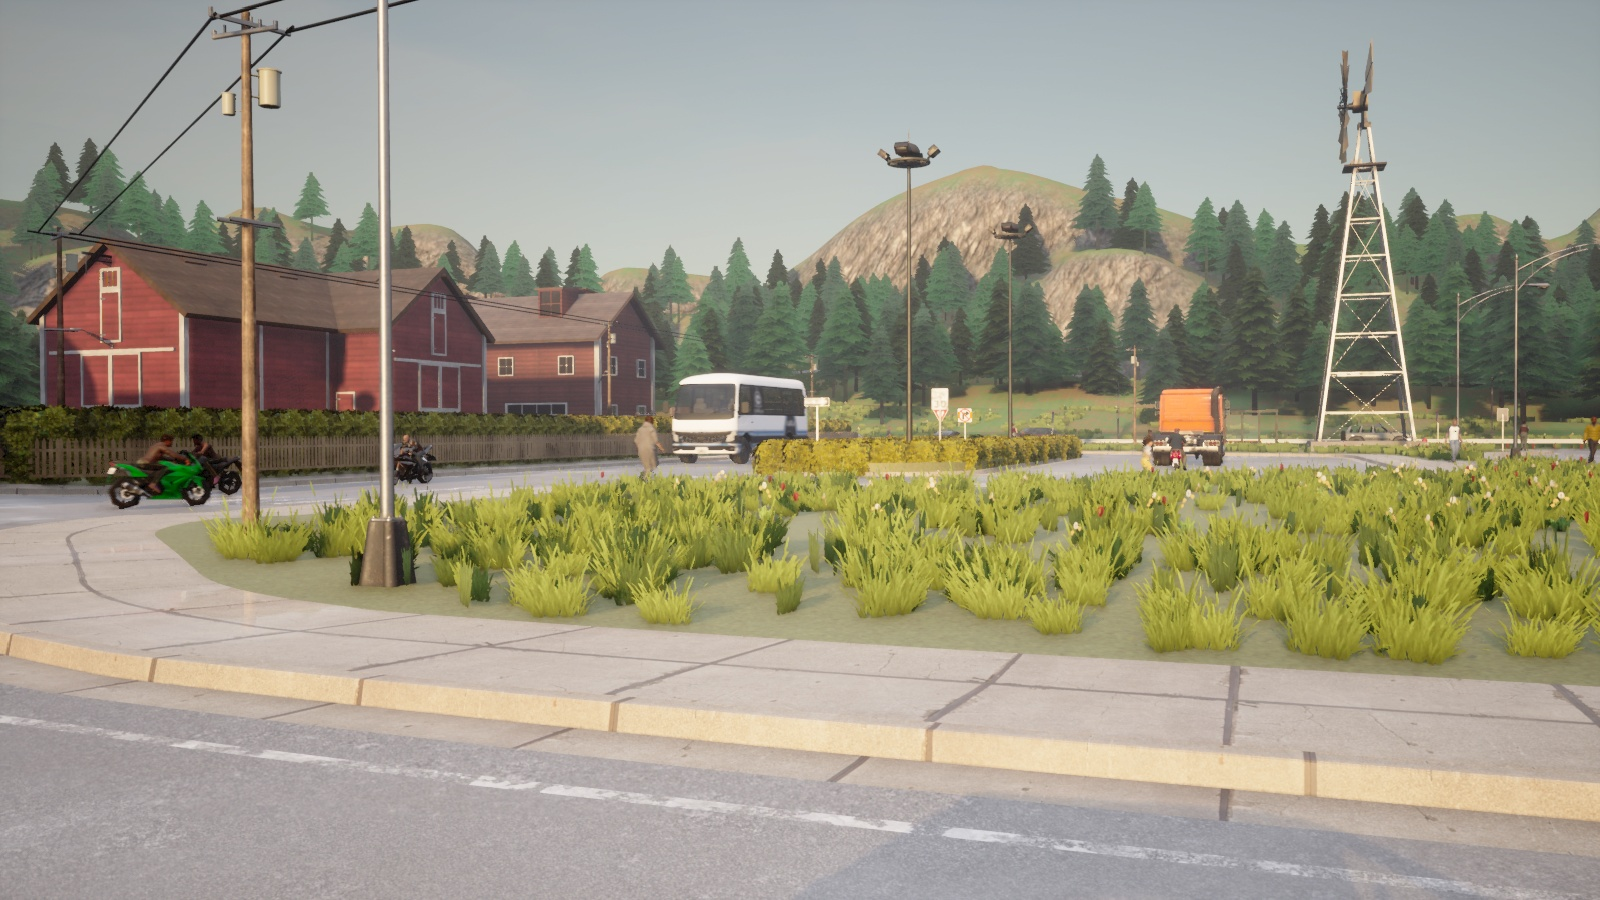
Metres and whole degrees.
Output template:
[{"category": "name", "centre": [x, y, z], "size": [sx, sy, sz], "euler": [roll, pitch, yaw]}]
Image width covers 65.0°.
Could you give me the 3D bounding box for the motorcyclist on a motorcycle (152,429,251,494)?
[{"category": "motorcyclist on a motorcycle", "centre": [-14.571, 0.263, 30.620], "size": [0.797, 1.523, 2.044], "euler": [1, 1, 35]}]

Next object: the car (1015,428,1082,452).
[{"category": "car", "centre": [18.943, -0.778, 95.818], "size": [4.553, 1.767, 2.097], "euler": [0, 1, -11]}]

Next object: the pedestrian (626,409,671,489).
[{"category": "pedestrian", "centre": [-3.744, -0.028, 30.996], "size": [0.659, 1.952, 0.873], "euler": [1, 1, 42]}]

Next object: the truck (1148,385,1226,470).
[{"category": "truck", "centre": [17.088, -0.974, 55.106], "size": [2.891, 3.462, 7.936], "euler": [1, 1, 20]}]

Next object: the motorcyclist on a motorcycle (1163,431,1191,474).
[{"category": "motorcyclist on a motorcycle", "centre": [14.074, 0.082, 46.870], "size": [0.866, 1.590, 1.817], "euler": [1, 1, 21]}]

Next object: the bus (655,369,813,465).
[{"category": "bus", "centre": [-2.942, -1.536, 60.874], "size": [3.944, 4.253, 10.273], "euler": [1, 1, 20]}]

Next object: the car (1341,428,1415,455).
[{"category": "car", "centre": [40.670, -0.621, 88.479], "size": [4.605, 1.855, 1.932], "euler": [1, 1, 20]}]

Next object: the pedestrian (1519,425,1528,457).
[{"category": "pedestrian", "centre": [43.309, -0.559, 75.176], "size": [0.402, 1.930, 0.666], "euler": [1, 1, 24]}]

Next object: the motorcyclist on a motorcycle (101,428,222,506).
[{"category": "motorcyclist on a motorcycle", "centre": [-12.987, 0.333, 25.600], "size": [0.797, 1.523, 2.044], "euler": [0, 0, 40]}]

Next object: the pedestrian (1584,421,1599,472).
[{"category": "pedestrian", "centre": [28.688, -0.138, 45.429], "size": [0.370, 1.835, 0.726], "euler": [1, 1, 19]}]

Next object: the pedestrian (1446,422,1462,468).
[{"category": "pedestrian", "centre": [26.118, -0.213, 50.152], "size": [0.354, 1.836, 0.706], "euler": [0, 1, 7]}]

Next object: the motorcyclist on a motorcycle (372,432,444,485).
[{"category": "motorcyclist on a motorcycle", "centre": [-11.596, 0.222, 37.219], "size": [0.866, 1.530, 2.191], "euler": [1, 1, 20]}]

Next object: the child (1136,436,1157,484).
[{"category": "child", "centre": [9.176, 0.264, 33.249], "size": [0.437, 1.263, 0.270], "euler": [0, 1, -9]}]
